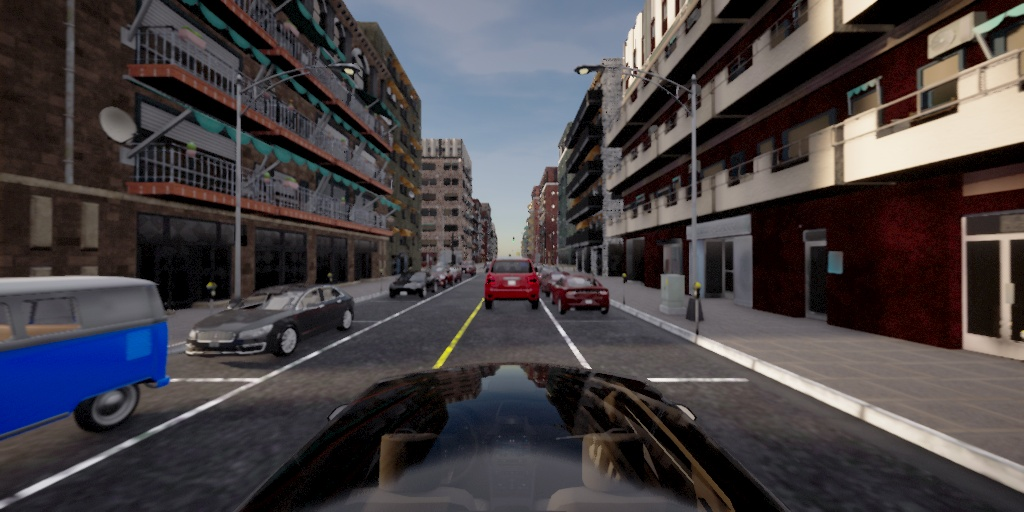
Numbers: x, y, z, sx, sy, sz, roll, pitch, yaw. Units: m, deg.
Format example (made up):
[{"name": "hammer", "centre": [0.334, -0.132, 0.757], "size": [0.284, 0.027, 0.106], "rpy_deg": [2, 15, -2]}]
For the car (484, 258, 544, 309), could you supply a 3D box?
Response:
[{"name": "car", "centre": [-0.006, 1.097, 15.868], "size": [2.150, 2.045, 5.566], "rpy_deg": [0, 0, 0]}]

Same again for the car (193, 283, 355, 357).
[{"name": "car", "centre": [-5.318, 1.364, 8.580], "size": [2.007, 1.370, 4.403], "rpy_deg": [0, 0, 0]}]

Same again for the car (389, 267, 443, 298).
[{"name": "car", "centre": [-5.324, 1.482, 19.768], "size": [1.948, 1.339, 4.313], "rpy_deg": [0, 0, 0]}]

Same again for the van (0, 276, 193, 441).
[{"name": "van", "centre": [-5.316, 1.103, 2.986], "size": [1.690, 1.789, 3.998], "rpy_deg": [0, 0, 0]}]

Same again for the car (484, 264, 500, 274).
[{"name": "car", "centre": [-2.776, 1.792, 50.477], "size": [1.895, 1.301, 4.718], "rpy_deg": [0, -1, 0]}]

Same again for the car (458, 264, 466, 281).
[{"name": "car", "centre": [-5.330, 1.599, 30.956], "size": [1.802, 1.307, 4.207], "rpy_deg": [0, 0, 0]}]

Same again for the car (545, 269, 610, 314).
[{"name": "car", "centre": [2.559, 1.410, 14.179], "size": [1.888, 1.381, 4.507], "rpy_deg": [0, 0, 0]}]

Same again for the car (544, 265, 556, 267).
[{"name": "car", "centre": [2.553, 1.406, 25.366], "size": [1.967, 1.591, 4.097], "rpy_deg": [0, 0, 0]}]

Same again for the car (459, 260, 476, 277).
[{"name": "car", "centre": [-5.336, 1.432, 42.145], "size": [2.192, 1.841, 5.009], "rpy_deg": [0, 0, 0]}]

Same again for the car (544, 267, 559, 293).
[{"name": "car", "centre": [2.556, 1.498, 19.772], "size": [1.802, 1.307, 4.207], "rpy_deg": [0, 0, 0]}]

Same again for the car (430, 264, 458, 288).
[{"name": "car", "centre": [-5.327, 1.407, 25.362], "size": [1.967, 1.591, 4.097], "rpy_deg": [0, 0, 0]}]
